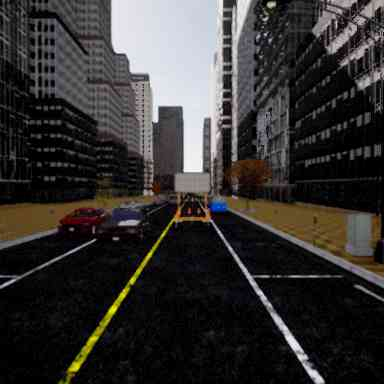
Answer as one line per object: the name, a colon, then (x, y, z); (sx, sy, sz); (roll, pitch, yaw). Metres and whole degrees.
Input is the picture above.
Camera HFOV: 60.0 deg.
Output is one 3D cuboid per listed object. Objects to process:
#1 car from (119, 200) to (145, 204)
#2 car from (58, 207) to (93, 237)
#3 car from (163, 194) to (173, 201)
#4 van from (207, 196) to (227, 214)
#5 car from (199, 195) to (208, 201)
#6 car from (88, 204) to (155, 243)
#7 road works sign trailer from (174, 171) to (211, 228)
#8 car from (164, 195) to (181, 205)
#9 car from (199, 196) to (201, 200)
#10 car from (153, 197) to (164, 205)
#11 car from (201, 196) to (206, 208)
car: (-5.700, 1.515, 29.247); (2.008, 1.369, 4.403); (-1, 0, 0)
car: (-5.701, 1.521, 17.996); (1.887, 1.381, 4.507); (-1, 0, 0)
car: (-5.699, 1.379, 79.871); (1.967, 1.590, 4.097); (-1, 0, 0)
van: (2.676, 1.300, 34.872); (1.690, 1.788, 3.998); (-1, 0, 0)
car: (2.684, 1.504, 79.870); (1.947, 1.339, 4.313); (-1, 0, 0)
car: (-3.101, 1.525, 16.203); (2.033, 1.411, 5.357); (0, 0, 0)
road works sign trailer: (0.039, 0.435, 22.038); (2.380, 3.560, 2.880); (0, 0, 1)
car: (-3.049, 1.297, 56.522); (2.097, 1.767, 4.553); (0, 0, 0)
car: (2.683, 1.466, 68.792); (1.752, 1.417, 4.829); (-1, 0, 0)
car: (-5.698, 1.496, 57.371); (2.008, 1.369, 4.403); (-1, 0, 0)
car: (2.679, 1.391, 46.121); (1.967, 1.590, 4.097); (-1, 0, 0)
